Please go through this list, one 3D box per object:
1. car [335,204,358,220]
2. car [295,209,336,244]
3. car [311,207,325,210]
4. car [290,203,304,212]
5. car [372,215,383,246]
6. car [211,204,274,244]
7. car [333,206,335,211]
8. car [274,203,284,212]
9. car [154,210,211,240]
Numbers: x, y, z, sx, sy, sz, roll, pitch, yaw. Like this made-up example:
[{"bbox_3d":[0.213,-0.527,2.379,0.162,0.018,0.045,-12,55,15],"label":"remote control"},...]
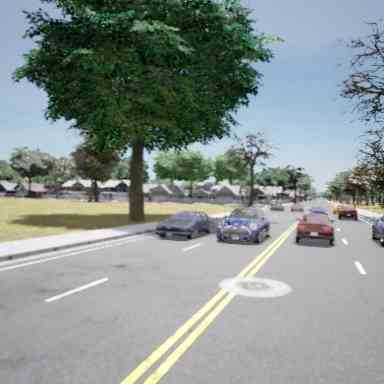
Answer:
[{"bbox_3d":[18.135,2.408,38.848,1.882,1.535,5.008,1,0,22],"label":"car"},{"bbox_3d":[6.722,1.910,18.189,1.812,1.442,4.674,1,-1,21],"label":"car"},{"bbox_3d":[13.334,2.289,35.272,1.812,1.442,4.674,1,-1,21],"label":"car"},{"bbox_3d":[17.693,2.662,55.997,1.812,1.442,4.674,1,-1,22],"label":"car"},{"bbox_3d":[10.852,1.830,17.424,2.097,1.767,4.553,1,-1,21],"label":"car"},{"bbox_3d":[2.856,1.634,17.745,2.097,1.767,4.553,1,-1,21],"label":"car"},{"bbox_3d":[23.517,2.722,52.872,1.882,1.535,5.008,1,-1,21],"label":"car"},{"bbox_3d":[14.742,2.643,57.384,1.994,1.385,4.181,1,-1,21],"label":"car"},{"bbox_3d":[-0.171,1.768,18.924,2.033,1.411,5.357,1,-1,21],"label":"car"}]
